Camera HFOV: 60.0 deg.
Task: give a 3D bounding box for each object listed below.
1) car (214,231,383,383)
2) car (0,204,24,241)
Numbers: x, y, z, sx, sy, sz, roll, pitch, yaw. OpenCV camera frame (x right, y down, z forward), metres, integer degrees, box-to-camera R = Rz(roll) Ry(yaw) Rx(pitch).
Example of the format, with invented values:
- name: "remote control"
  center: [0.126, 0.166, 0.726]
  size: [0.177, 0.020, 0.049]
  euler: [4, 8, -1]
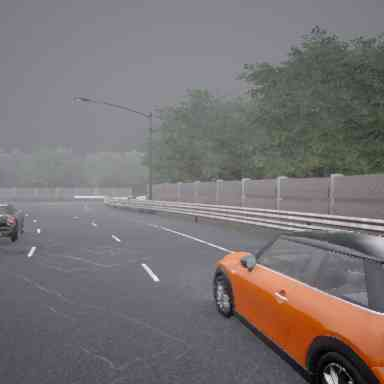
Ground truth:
- name: "car"
  center: [1.914, 1.352, 4.871]
  size: [2.097, 1.767, 4.553]
  euler: [0, 0, -16]
- name: "car"
  center: [-9.552, 1.351, 16.342]
  size: [2.097, 1.767, 4.553]
  euler: [0, 0, -23]
